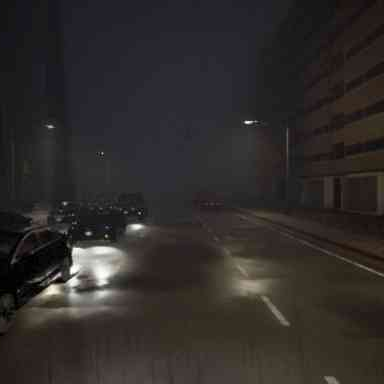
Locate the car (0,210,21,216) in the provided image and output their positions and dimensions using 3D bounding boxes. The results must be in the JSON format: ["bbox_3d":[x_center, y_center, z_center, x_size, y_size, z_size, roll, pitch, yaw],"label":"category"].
[{"bbox_3d":[-7.620,1.442,12.262,1.882,1.535,5.008,0,0,-3],"label":"car"}]

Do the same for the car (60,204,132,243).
[{"bbox_3d":[-4.253,1.479,15.480,1.994,1.385,4.181,0,0,-2],"label":"car"}]

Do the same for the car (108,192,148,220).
[{"bbox_3d":[-4.751,1.060,26.145,2.150,2.045,5.566,0,0,-2],"label":"car"}]

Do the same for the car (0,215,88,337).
[{"bbox_3d":[-3.854,1.470,6.590,2.128,1.511,4.902,0,0,-3],"label":"car"}]

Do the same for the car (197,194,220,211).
[{"bbox_3d":[1.935,1.259,36.141,2.033,1.411,5.357,0,0,-2],"label":"car"}]

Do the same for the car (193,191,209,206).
[{"bbox_3d":[1.388,0.859,46.841,2.150,2.045,5.566,0,1,-3],"label":"car"}]

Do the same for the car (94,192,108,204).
[{"bbox_3d":[-8.585,1.029,33.985,2.150,2.045,5.566,0,1,-2],"label":"car"}]

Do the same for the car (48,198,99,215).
[{"bbox_3d":[-8.083,1.383,22.375,2.128,1.511,4.902,0,0,-3],"label":"car"}]
